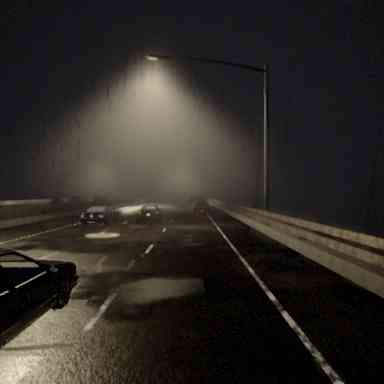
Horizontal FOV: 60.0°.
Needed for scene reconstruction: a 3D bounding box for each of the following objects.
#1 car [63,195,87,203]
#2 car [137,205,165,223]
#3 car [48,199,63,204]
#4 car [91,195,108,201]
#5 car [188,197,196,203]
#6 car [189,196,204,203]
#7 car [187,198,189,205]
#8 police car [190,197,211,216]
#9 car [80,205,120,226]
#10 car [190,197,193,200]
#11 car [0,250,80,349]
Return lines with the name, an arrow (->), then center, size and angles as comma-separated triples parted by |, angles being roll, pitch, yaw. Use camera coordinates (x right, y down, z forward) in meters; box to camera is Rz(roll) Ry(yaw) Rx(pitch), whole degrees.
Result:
car -> -21.034, 1.660, 61.094 | 2.150, 2.045, 5.566 | 0, 0, 0
car -> -3.411, 1.766, 27.944 | 1.994, 1.385, 4.181 | 0, 0, 0
car -> -24.533, 1.956, 60.620 | 1.812, 1.442, 4.674 | 0, 0, 0
car -> -17.533, 1.671, 63.148 | 2.150, 2.045, 5.566 | 0, 0, 0
car -> -0.032, 2.116, 88.748 | 2.033, 1.411, 5.357 | 0, 0, 0
car -> 1.031, 1.597, 52.137 | 2.150, 2.045, 5.566 | 0, 0, 0
car -> -0.025, 1.867, 69.564 | 1.837, 1.490, 4.892 | 0, 0, 0
police car -> 1.036, 1.687, 36.217 | 1.930, 1.638, 5.238 | 0, 0, 0
car -> -6.909, 1.731, 25.380 | 2.033, 1.411, 5.357 | 0, 0, 0
car -> 1.033, 1.810, 46.106 | 1.882, 1.535, 5.008 | 0, 0, 0
car -> -3.405, 1.584, 4.905 | 2.033, 1.411, 5.357 | 0, 0, 0
